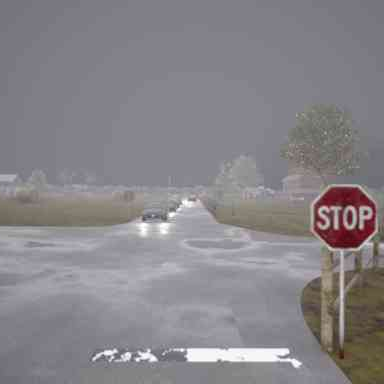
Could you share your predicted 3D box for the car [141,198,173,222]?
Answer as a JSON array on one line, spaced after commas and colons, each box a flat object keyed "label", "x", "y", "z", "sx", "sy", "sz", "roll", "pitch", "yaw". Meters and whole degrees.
[{"label": "car", "x": -2.825, "y": 1.500, "z": 26.545, "sx": 1.837, "sy": 1.490, "sz": 4.892, "roll": 0, "pitch": 0, "yaw": 0}]

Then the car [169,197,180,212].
[{"label": "car", "x": -2.810, "y": 1.557, "z": 38.230, "sx": 1.994, "sy": 1.385, "sz": 4.181, "roll": 0, "pitch": 0, "yaw": 0}]

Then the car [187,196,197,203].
[{"label": "car", "x": 0.062, "y": 1.495, "z": 71.240, "sx": 1.882, "sy": 1.535, "sz": 5.008, "roll": 0, "pitch": 0, "yaw": 0}]

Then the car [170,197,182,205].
[{"label": "car", "x": -2.730, "y": 1.607, "z": 58.758, "sx": 1.895, "sy": 1.301, "sz": 4.718, "roll": 0, "pitch": 0, "yaw": 0}]

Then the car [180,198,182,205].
[{"label": "car", "x": -2.794, "y": 1.476, "z": 48.725, "sx": 1.882, "sy": 1.535, "sz": 5.008, "roll": 0, "pitch": 0, "yaw": 0}]
